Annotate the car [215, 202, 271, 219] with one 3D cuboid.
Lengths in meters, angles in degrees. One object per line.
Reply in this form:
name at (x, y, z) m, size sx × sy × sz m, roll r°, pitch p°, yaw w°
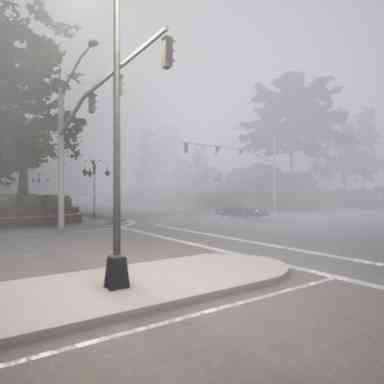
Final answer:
car at (4.269, 1.534, 28.852) m, size 2.033 × 1.411 × 5.357 m, roll 0°, pitch 0°, yaw -36°
